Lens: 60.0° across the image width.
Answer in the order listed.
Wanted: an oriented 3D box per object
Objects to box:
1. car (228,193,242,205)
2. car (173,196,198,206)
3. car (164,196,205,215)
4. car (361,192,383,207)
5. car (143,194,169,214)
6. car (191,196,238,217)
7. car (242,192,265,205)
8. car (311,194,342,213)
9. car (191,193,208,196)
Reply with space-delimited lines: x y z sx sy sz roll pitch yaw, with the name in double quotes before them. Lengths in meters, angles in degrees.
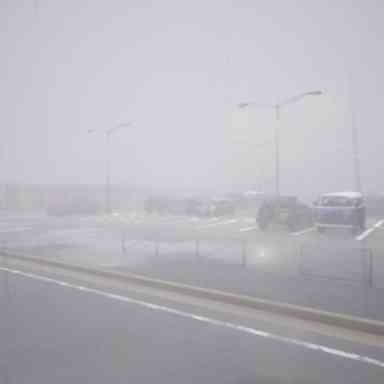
"car" 9.067 1.242 63.640 1.970 1.475 3.806 0 0 35
"car" -0.893 1.298 49.291 1.784 1.438 3.905 0 0 35
"car" -0.366 1.342 30.559 1.784 1.438 3.905 0 0 35
"car" 27.566 0.941 50.799 1.905 1.878 3.866 0 0 35
"car" -2.598 1.140 32.050 1.932 1.855 4.605 0 0 35
"car" 2.010 1.366 28.905 1.970 1.475 3.806 0 0 35
"car" 11.436 0.995 61.976 1.905 1.878 3.866 0 0 35
"car" 15.370 1.275 38.007 1.970 1.475 3.806 0 0 35
"car" 1.447 1.080 47.583 1.932 1.855 4.605 0 0 35
